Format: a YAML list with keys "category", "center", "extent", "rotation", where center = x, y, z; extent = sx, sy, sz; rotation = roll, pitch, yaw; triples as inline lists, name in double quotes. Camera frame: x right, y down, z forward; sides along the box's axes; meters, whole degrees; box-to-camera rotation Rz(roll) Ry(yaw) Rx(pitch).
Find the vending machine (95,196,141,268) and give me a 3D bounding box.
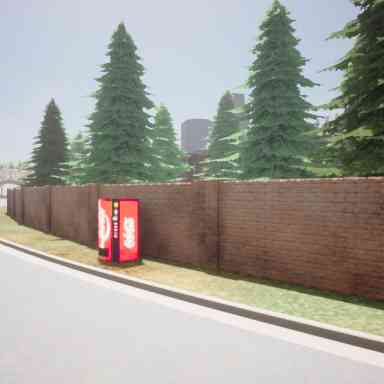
- category: "vending machine"
  center: [-2.324, 1.195, 10.512]
  extent: [0.880, 2.100, 1.100]
  rotation: [0, 0, 42]
